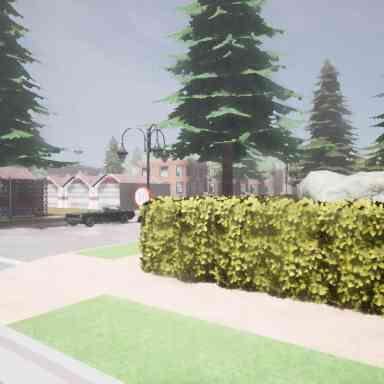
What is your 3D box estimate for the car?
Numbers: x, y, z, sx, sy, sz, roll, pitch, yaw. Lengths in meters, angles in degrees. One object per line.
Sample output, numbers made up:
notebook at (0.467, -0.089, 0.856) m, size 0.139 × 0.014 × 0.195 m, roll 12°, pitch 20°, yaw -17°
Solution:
car at (-6.119, 1.562, 22.343) m, size 1.895 × 1.301 × 4.718 m, roll 0°, pitch 0°, yaw 35°
